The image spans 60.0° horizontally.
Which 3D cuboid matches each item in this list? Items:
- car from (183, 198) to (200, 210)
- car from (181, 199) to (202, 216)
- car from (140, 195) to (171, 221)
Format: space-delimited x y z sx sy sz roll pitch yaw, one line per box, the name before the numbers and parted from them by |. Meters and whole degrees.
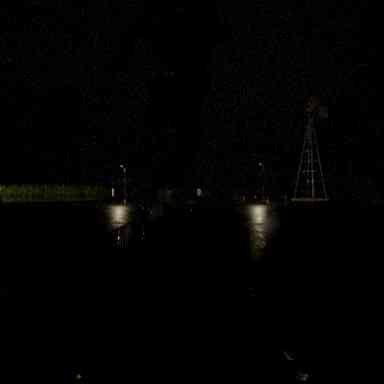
car | -0.065 1.577 43.930 2.033 1.411 5.357 0 0 0
car | -0.023 1.504 33.187 1.882 1.535 5.008 0 0 0
car | -2.948 1.245 27.759 2.150 2.045 5.566 0 0 0
